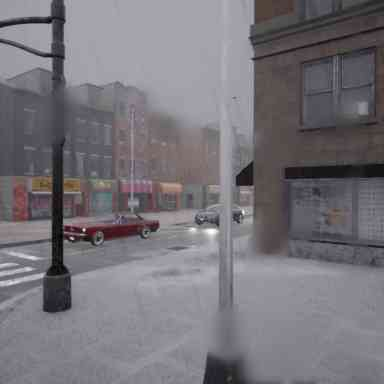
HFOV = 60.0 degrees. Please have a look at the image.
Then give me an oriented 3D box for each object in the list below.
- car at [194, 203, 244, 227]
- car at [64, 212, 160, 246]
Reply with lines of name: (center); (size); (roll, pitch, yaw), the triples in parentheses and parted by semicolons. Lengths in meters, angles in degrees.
car: (2.049, 1.568, 23.833); (1.837, 1.490, 4.892); (0, 0, 35)
car: (-3.739, 1.633, 15.695); (1.895, 1.301, 4.718); (0, 0, 35)
